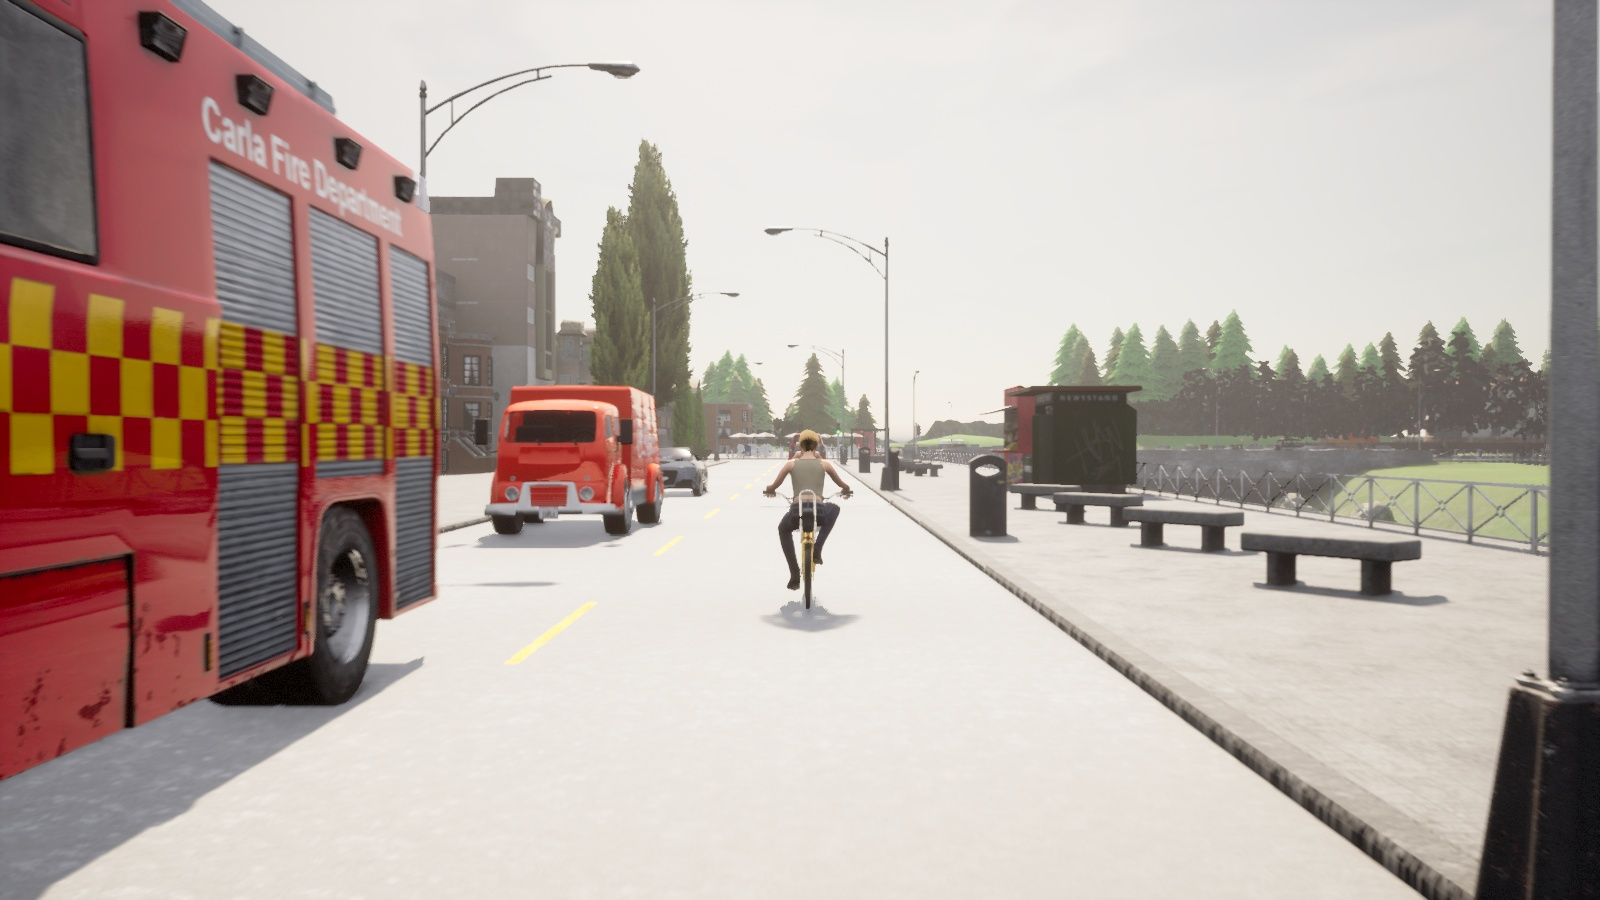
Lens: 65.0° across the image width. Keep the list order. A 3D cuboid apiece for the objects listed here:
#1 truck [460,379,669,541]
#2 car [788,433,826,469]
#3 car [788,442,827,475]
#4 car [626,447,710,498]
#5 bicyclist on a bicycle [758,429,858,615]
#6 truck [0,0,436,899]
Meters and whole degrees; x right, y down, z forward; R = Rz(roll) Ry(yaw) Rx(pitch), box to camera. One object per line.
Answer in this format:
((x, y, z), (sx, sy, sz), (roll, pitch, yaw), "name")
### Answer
((-3.863, 0.134, 21.785), (2.627, 2.467, 5.204), (0, 0, 0), "truck")
((0.425, 0.048, 74.103), (2.150, 2.045, 5.566), (0, 0, 0), "car")
((0.347, 0.387, 60.028), (1.789, 1.549, 3.705), (0, 0, 0), "car")
((-3.782, 0.601, 36.608), (1.994, 1.385, 4.181), (0, 0, 0), "car")
((0.075, 0.617, 11.650), (0.866, 1.612, 1.509), (0, 0, 1), "bicyclist on a bicycle")
((-3.959, -0.446, 4.353), (2.891, 3.827, 8.468), (0, 0, 0), "truck")
